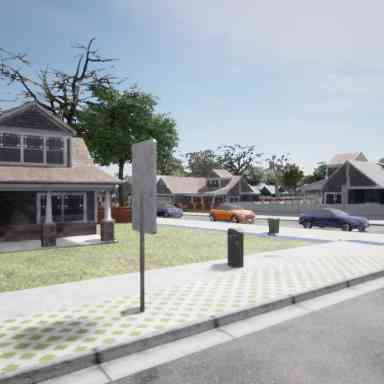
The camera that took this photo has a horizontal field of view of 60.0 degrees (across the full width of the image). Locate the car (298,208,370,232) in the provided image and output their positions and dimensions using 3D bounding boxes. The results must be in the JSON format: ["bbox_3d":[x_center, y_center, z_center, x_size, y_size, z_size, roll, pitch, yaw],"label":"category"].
[{"bbox_3d":[9.306,1.815,22.181,1.812,1.442,4.674,0,-1,-33],"label":"car"}]

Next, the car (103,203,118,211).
[{"bbox_3d":[-12.355,2.493,51.265,1.837,1.490,4.892,0,-1,-39],"label":"car"}]

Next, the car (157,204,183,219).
[{"bbox_3d":[-2.976,2.177,39.069,2.097,1.767,4.553,0,-1,-37],"label":"car"}]

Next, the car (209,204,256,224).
[{"bbox_3d":[3.620,1.899,30.153,2.097,1.767,4.553,0,-1,-36],"label":"car"}]
